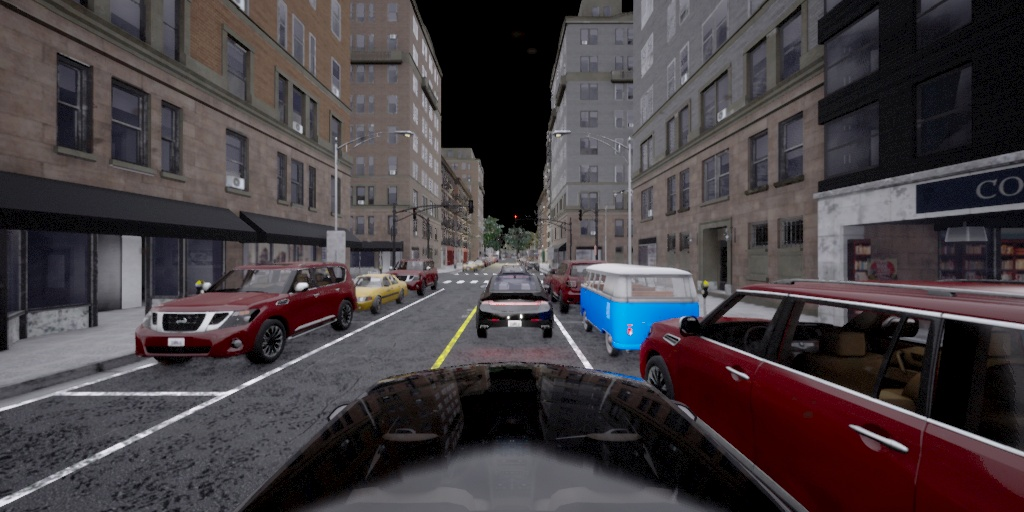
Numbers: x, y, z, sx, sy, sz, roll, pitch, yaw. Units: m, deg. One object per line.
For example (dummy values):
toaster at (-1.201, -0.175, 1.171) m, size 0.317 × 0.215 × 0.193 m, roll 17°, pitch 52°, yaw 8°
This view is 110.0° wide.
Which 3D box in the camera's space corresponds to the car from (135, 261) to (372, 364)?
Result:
car at (-5.394, 1.063, 8.274) m, size 2.192 × 1.841 × 5.009 m, roll 0°, pitch 0°, yaw 0°

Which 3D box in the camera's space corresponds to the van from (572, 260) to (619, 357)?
van at (2.642, 1.089, 8.266) m, size 1.690 × 1.789 × 3.998 m, roll 0°, pitch 0°, yaw 0°

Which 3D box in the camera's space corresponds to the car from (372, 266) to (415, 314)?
car at (-5.391, 1.272, 13.782) m, size 1.751 × 1.417 × 4.829 m, roll 0°, pitch 0°, yaw 0°

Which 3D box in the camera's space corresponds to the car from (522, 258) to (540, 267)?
car at (2.670, 1.285, 46.632) m, size 2.007 × 1.370 × 4.403 m, roll 0°, pitch 0°, yaw 0°

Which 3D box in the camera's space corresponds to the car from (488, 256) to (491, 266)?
car at (-5.365, 1.046, 63.084) m, size 2.192 × 1.841 × 5.009 m, roll 0°, pitch 0°, yaw 0°

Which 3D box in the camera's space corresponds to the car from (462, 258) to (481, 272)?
car at (-5.383, 1.260, 46.468) m, size 1.751 × 1.417 × 4.829 m, roll 0°, pitch 0°, yaw 0°

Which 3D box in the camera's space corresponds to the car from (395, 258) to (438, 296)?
car at (-5.388, 1.059, 19.631) m, size 2.192 × 1.841 × 5.009 m, roll 0°, pitch 0°, yaw 0°

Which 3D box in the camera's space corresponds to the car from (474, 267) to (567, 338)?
car at (0.079, 1.239, 10.140) m, size 2.128 × 1.511 × 4.902 m, roll 0°, pitch 0°, yaw 0°

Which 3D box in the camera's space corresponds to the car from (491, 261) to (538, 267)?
car at (0.082, 1.236, 20.191) m, size 2.128 × 1.511 × 4.902 m, roll 0°, pitch 0°, yaw -1°

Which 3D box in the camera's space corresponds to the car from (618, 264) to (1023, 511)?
car at (2.638, 1.064, 2.587) m, size 2.192 × 1.841 × 5.009 m, roll 0°, pitch 0°, yaw 0°

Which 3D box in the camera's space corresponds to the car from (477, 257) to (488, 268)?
car at (-5.371, 1.258, 57.432) m, size 1.751 × 1.417 × 4.829 m, roll 0°, pitch 0°, yaw 0°

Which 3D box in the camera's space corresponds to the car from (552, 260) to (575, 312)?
car at (2.646, 1.061, 13.945) m, size 2.192 × 1.841 × 5.009 m, roll 0°, pitch 0°, yaw 0°
